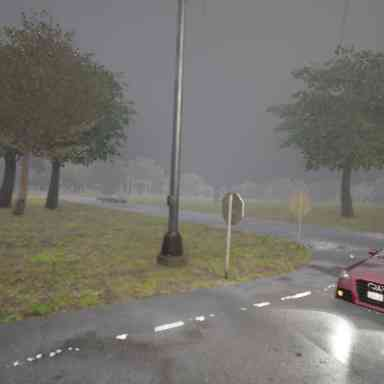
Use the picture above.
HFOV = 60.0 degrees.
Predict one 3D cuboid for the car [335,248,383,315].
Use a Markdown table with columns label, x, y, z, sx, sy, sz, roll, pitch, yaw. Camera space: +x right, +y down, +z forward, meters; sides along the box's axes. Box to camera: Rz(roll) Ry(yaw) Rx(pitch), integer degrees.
| label | x | y | z | sx | sy | sz | roll | pitch | yaw |
| --- | --- | --- | --- | --- | --- | --- | --- | --- | --- |
| car | 5.116 | 1.850 | 7.442 | 4.181 | 1.385 | 1.994 | 2 | 0 | -35 |

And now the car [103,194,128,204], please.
| label | x | y | z | sx | sy | sz | roll | pitch | yaw |
| --- | --- | --- | --- | --- | --- | --- | --- | --- | --- |
| car | -12.673 | 1.224 | 56.346 | 2.033 | 1.411 | 5.357 | 3 | 0 | -34 |

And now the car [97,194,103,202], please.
| label | x | y | z | sx | sy | sz | roll | pitch | yaw |
| --- | --- | --- | --- | --- | --- | --- | --- | --- | --- |
| car | -16.109 | 1.086 | 61.491 | 1.994 | 1.385 | 4.181 | 3 | 0 | -33 |
